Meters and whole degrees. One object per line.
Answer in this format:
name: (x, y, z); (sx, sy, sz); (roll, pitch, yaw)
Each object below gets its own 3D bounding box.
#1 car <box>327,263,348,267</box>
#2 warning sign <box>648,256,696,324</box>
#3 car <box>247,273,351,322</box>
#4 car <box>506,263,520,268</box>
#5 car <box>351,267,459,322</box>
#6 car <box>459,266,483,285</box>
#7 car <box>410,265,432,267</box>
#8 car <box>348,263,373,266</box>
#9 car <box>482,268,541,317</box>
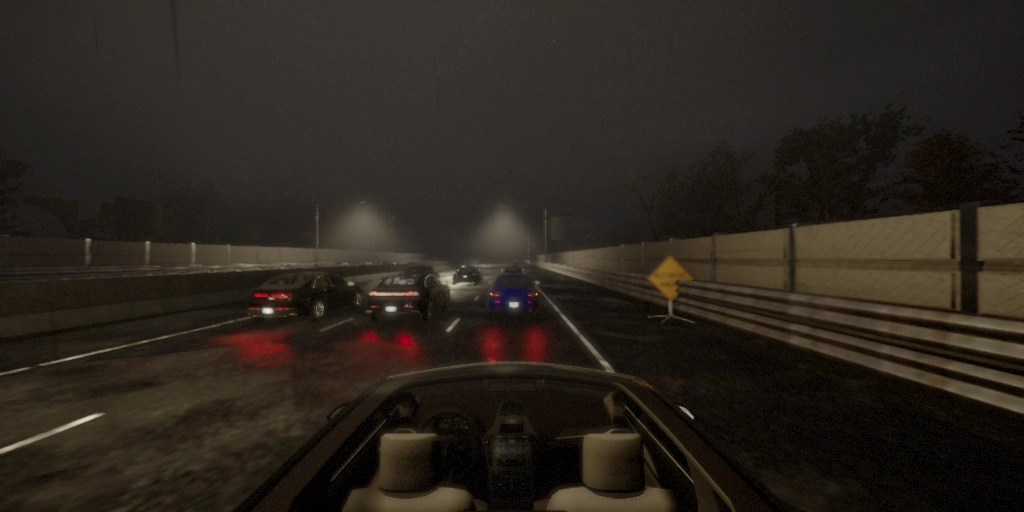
car: (-24.550, 1.665, 51.181); (1.895, 1.301, 4.718); (0, 0, 1)
warning sign: (4.551, 0.920, 10.288); (1.300, 1.860, 1.060); (0, 0, 0)
car: (-6.929, 1.325, 12.630); (1.837, 1.490, 4.892); (0, 0, 0)
car: (0.075, 1.482, 28.203); (1.994, 1.385, 4.181); (0, 0, 0)
car: (-3.430, 1.312, 12.619); (2.128, 1.511, 4.902); (0, 0, 0)
car: (-3.424, 1.482, 28.214); (1.994, 1.385, 4.181); (0, 0, 0)
car: (-6.928, 1.422, 27.732); (1.837, 1.490, 4.892); (0, 0, 0)
car: (-21.057, 1.666, 51.263); (1.895, 1.301, 4.718); (0, 0, 0)
car: (0.073, 1.350, 13.386); (1.812, 1.442, 4.674); (0, 0, 0)
